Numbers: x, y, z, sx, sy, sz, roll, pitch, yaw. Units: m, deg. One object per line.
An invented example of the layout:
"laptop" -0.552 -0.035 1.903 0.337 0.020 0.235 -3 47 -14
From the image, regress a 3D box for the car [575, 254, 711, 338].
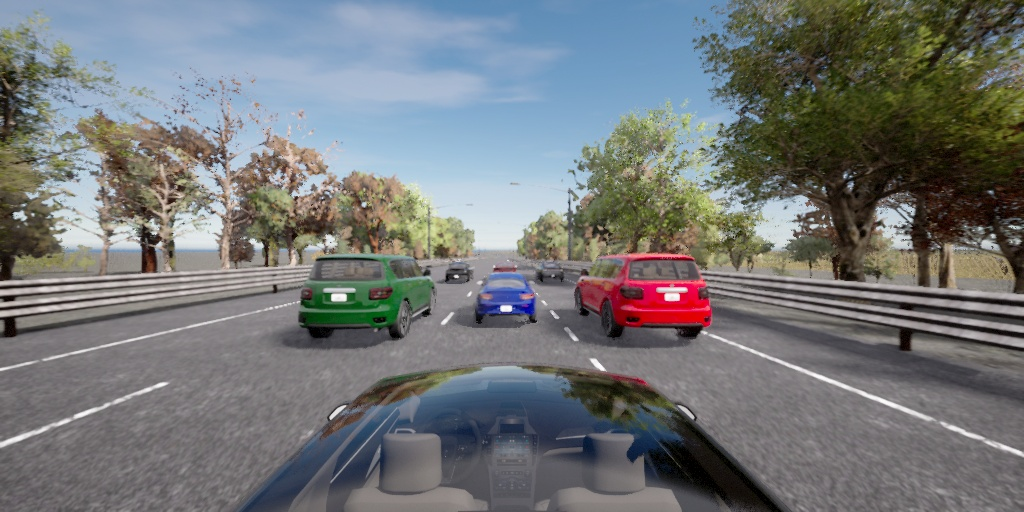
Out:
"car" 3.333 0.965 10.272 2.150 2.045 5.566 0 0 -1

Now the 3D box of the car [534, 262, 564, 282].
"car" 2.893 1.219 28.389 2.128 1.511 4.902 0 0 -2

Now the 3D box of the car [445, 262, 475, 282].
"car" -4.066 1.227 28.329 1.837 1.490 4.892 0 0 -1

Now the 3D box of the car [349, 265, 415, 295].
"car" -7.406 1.273 21.104 2.033 1.411 5.357 0 0 -1

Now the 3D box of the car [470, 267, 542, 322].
"car" -0.206 1.265 12.071 1.812 1.442 4.674 0 0 -1

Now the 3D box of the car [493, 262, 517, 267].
"car" -0.589 1.201 29.957 1.882 1.535 5.008 0 0 -1

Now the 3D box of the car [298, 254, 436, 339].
"car" -3.666 0.960 10.159 2.150 2.045 5.566 0 0 -1
